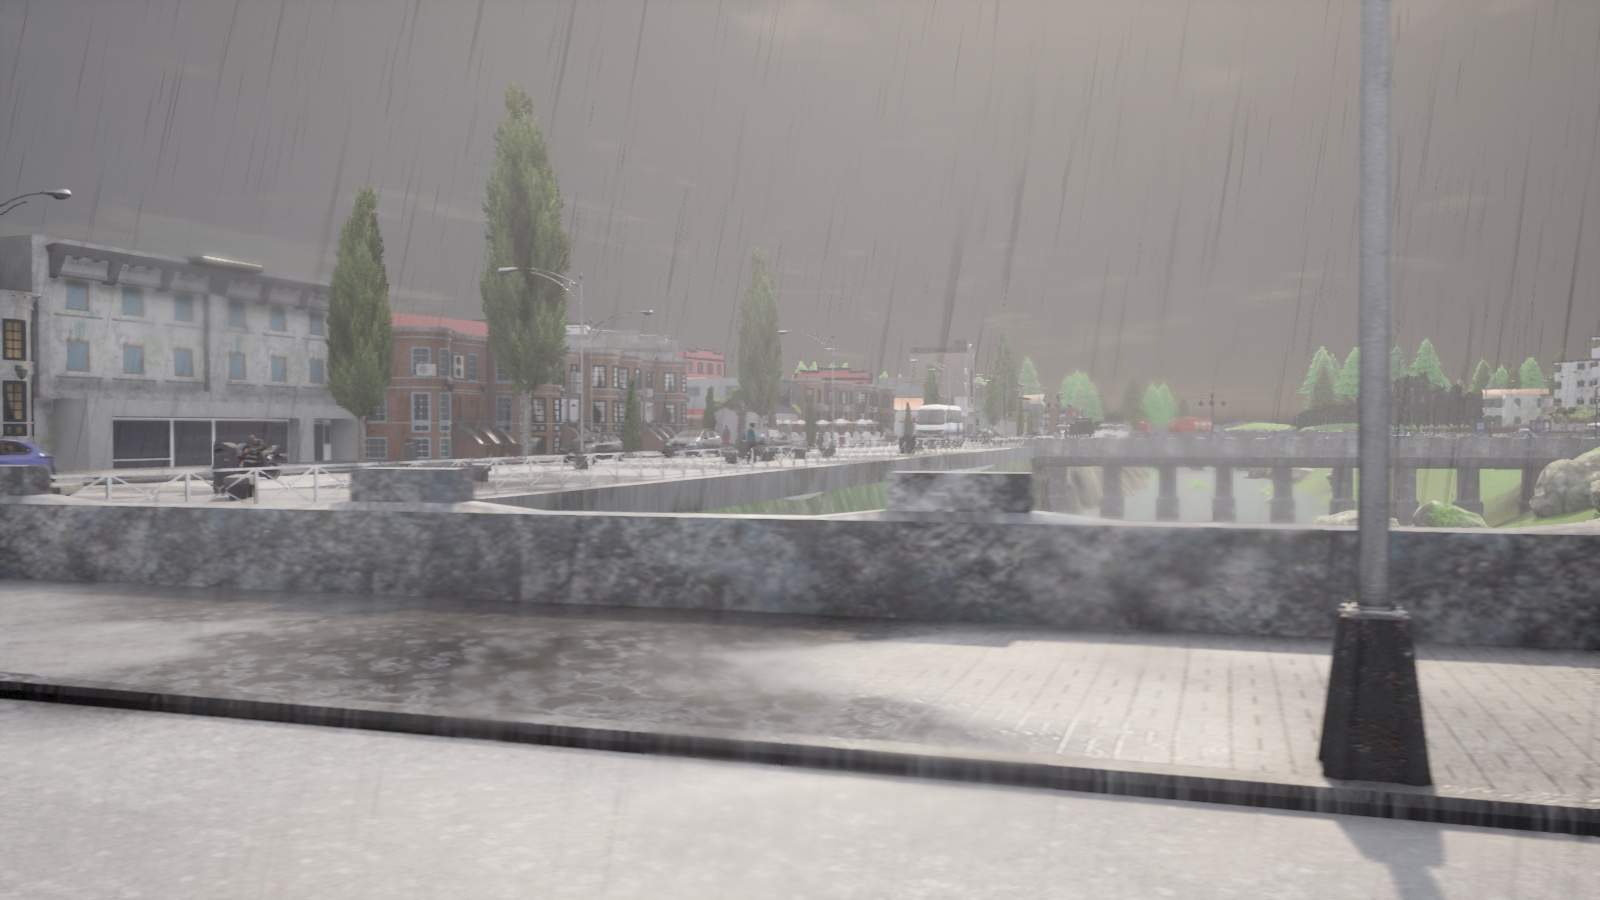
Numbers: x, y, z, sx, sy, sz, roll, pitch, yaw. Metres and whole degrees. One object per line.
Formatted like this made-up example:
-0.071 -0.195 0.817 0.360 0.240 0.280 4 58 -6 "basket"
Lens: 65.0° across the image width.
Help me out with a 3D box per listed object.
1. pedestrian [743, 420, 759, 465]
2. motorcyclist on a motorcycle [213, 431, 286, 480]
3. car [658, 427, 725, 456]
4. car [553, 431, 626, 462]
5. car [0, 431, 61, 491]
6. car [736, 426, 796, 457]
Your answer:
-2.112 -0.337 54.043 0.396 1.930 0.692 1 1 23 "pedestrian"
-17.575 0.153 40.147 0.866 1.530 2.191 1 1 19 "motorcyclist on a motorcycle"
-6.301 -0.533 73.680 2.242 1.667 4.611 1 1 19 "car"
-10.306 -0.188 61.768 1.816 1.474 4.193 1 1 19 "car"
-20.698 0.268 30.850 1.816 1.474 4.193 1 1 19 "car"
-1.971 -0.508 74.011 2.097 1.767 4.553 1 1 19 "car"
